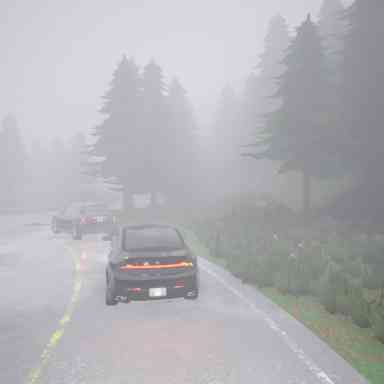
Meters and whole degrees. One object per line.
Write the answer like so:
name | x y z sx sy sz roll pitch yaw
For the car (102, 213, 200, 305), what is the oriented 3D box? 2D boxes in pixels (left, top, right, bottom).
car | -1.108 1.504 8.188 1.837 1.490 4.892 0 0 -12

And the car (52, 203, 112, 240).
car | -5.704 1.352 17.408 2.097 1.767 4.553 0 0 -39

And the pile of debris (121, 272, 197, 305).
pile of debris | -0.851 2.175 7.698 1.500 0.140 1.860 0 0 -14
